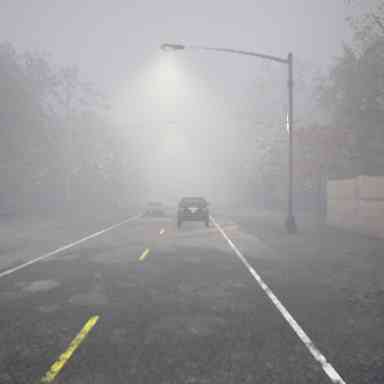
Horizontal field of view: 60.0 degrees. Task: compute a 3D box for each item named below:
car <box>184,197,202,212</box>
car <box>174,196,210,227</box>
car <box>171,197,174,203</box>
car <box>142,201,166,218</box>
[{"bbox_3d":[0.094,1.485,41.140,2.097,1.767,4.553,0,0,0],"label":"car"},{"bbox_3d":[0.101,1.313,23.973,2.150,2.045,5.566,0,0,0],"label":"car"},{"bbox_3d":[-3.513,1.703,72.729,1.994,1.385,4.181,0,0,0],"label":"car"},{"bbox_3d":[-3.599,1.616,32.104,1.837,1.490,4.892,0,0,0],"label":"car"}]
